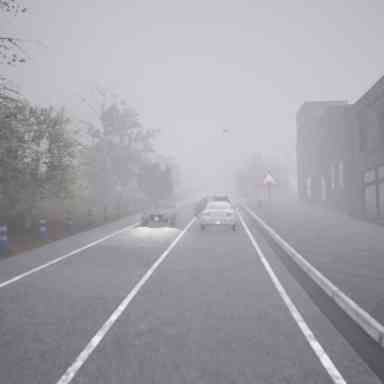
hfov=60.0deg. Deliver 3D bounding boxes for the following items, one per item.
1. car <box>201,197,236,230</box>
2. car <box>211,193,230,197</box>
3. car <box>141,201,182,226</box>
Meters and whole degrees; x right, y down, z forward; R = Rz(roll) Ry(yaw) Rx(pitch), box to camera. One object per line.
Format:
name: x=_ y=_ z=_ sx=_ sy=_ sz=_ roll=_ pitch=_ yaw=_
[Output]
car: x=1.502 y=1.247 z=18.959 sx=1.812 sy=1.442 sz=4.674 roll=0 pitch=1 yaw=5
car: x=3.163 y=0.833 z=36.959 sx=1.882 sy=1.535 sz=5.008 roll=0 pitch=1 yaw=5
car: x=-1.808 y=1.264 z=20.532 sx=1.994 sy=1.385 sz=4.181 roll=0 pitch=1 yaw=5
